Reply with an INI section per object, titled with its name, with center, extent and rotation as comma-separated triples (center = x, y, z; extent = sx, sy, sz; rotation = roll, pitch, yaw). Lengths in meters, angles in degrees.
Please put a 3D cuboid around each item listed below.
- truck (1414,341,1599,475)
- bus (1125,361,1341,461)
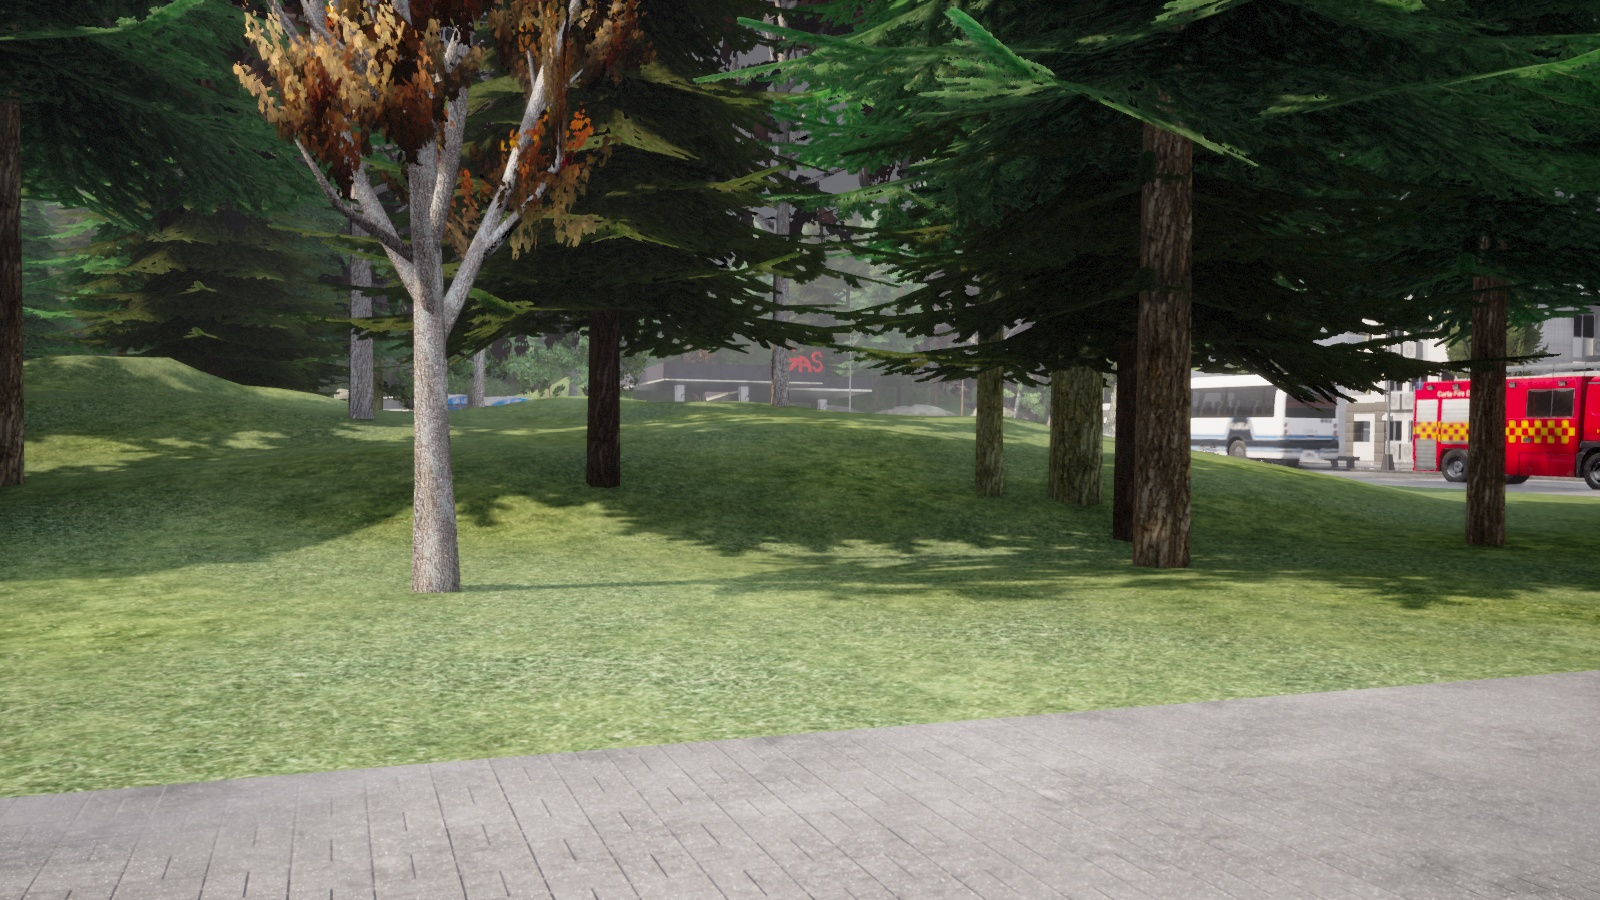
[truck]
center = 23.339, -1.245, 38.456
extent = 2.891, 3.827, 8.468
rotation = -1, 1, -20
[bus]
center = 19.984, -1.754, 58.967
extent = 3.944, 4.253, 10.273
rotation = -1, 1, -20
